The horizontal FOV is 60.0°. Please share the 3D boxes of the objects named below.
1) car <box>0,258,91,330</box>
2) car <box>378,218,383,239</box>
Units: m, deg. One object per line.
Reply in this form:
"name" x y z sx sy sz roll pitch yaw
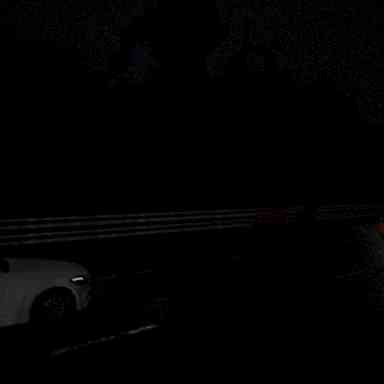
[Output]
"car" -3.995 1.524 5.191 4.674 1.442 1.812 0 0 -36
"car" 10.797 1.491 15.751 5.008 1.535 1.882 0 0 -35
